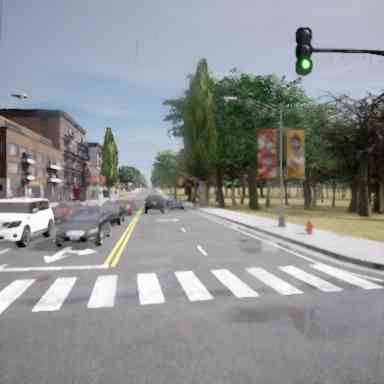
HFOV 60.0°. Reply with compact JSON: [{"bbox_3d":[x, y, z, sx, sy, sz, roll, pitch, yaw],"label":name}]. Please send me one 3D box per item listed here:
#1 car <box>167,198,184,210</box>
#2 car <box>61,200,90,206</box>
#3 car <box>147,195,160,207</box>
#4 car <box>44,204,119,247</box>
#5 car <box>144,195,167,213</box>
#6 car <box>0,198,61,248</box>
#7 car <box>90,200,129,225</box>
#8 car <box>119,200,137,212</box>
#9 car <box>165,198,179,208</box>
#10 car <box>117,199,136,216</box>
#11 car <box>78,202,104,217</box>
[{"bbox_3d":[-2.145,1.767,46.162,2.033,1.411,5.357,0,0,-7],"label":"car"},{"bbox_3d":[-9.362,1.488,25.097,2.097,1.767,4.553,0,0,-7],"label":"car"},{"bbox_3d":[-6.883,1.551,58.605,2.150,2.045,5.566,0,-1,-7],"label":"car"},{"bbox_3d":[-4.881,1.554,15.506,2.128,1.511,4.902,0,0,-7],"label":"car"},{"bbox_3d":[-4.457,1.412,39.283,2.150,2.045,5.566,0,0,-7],"label":"car"},{"bbox_3d":[-8.156,1.304,15.512,2.150,2.045,5.566,0,0,-7],"label":"car"},{"bbox_3d":[-6.061,1.592,24.880,1.882,1.535,5.008,0,0,-7],"label":"car"},{"bbox_3d":[-8.594,1.801,45.142,2.033,1.411,5.357,0,0,-7],"label":"car"},{"bbox_3d":[-3.442,1.776,56.503,1.882,1.535,5.008,0,0,-7],"label":"car"},{"bbox_3d":[-7.297,1.533,34.885,2.097,1.767,4.553,0,0,-7],"label":"car"},{"bbox_3d":[-10.613,1.805,35.240,1.895,1.301,4.718,0,0,-7],"label":"car"}]
